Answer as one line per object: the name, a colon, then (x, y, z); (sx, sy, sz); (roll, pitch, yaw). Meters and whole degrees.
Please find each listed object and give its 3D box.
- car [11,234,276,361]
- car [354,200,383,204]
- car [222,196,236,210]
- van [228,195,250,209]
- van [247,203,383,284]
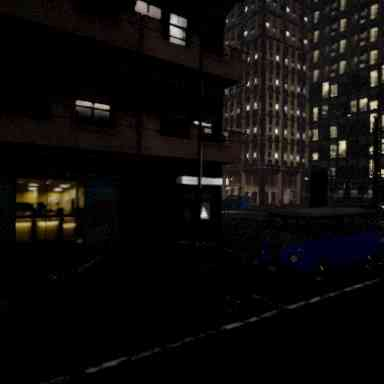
car: (-0.758, 1.564, 5.960); (4.313, 1.339, 1.947); (0, 1, -35)
car: (15.900, 1.468, 31.154); (1.967, 1.590, 4.097); (1, -1, -35)
car: (2.784, 1.467, 39.642); (1.994, 1.385, 4.181); (1, -1, -35)
van: (6.096, 1.347, 44.976); (1.690, 1.788, 3.998); (1, -1, -35)
van: (3.658, 1.334, 9.311); (3.998, 1.788, 1.690); (0, 1, -35)
